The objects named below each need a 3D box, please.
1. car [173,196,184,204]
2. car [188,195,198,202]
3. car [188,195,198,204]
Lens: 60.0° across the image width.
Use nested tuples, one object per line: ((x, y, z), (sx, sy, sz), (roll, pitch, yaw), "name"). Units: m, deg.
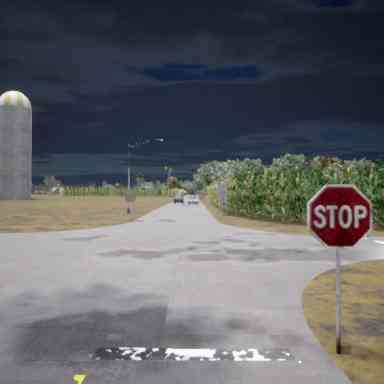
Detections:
((-2.589, 1.444, 65.348), (1.882, 1.535, 5.008), (0, 0, 0), "car")
((0.176, 1.333, 71.176), (2.033, 1.411, 5.357), (0, 0, 0), "car")
((0.151, 1.572, 61.199), (1.895, 1.301, 4.718), (0, 0, 0), "car")
